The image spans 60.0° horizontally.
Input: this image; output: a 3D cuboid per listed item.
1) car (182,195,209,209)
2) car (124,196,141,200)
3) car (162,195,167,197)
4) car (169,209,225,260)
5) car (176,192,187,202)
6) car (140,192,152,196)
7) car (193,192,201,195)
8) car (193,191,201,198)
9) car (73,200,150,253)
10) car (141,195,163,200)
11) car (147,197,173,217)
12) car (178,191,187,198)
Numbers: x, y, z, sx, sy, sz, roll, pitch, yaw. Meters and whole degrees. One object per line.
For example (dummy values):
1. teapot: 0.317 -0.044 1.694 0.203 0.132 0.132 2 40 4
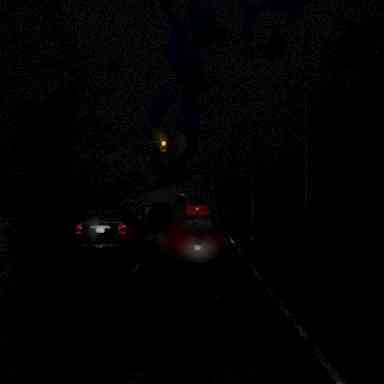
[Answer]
1. car: 0.488 1.462 30.521 2.097 1.767 4.553 0 0 1
2. car: -9.805 1.663 52.479 1.882 1.535 5.008 0 0 1
3. car: -5.976 1.487 67.999 2.128 1.511 4.902 0 2 1
4. car: 0.214 1.571 12.548 1.812 1.442 4.674 0 0 1
5. car: -2.405 1.296 72.075 2.128 1.511 4.902 0 3 1
6. car: -9.467 1.171 68.506 2.150 2.045 5.566 0 2 1
7. car: 1.094 1.272 72.013 1.837 1.490 4.892 0 3 1
8. car: 1.272 0.652 82.434 2.033 1.411 5.357 0 3 1
9. car: -3.266 1.402 14.058 2.097 1.767 4.553 0 0 1
10. car: -6.298 1.680 52.886 2.128 1.511 4.902 0 0 1
11. car: -2.967 1.596 33.309 1.882 1.535 5.008 0 0 1
12. car: -2.228 0.651 82.494 2.033 1.411 5.357 0 3 1
